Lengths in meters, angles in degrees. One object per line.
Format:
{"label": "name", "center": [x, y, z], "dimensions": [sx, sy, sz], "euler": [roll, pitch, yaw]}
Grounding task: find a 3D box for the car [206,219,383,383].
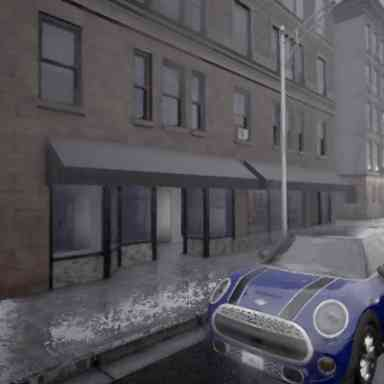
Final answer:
{"label": "car", "center": [2.290, 1.412, 5.562], "dimensions": [2.097, 1.767, 4.553], "euler": [-1, -1, 45]}
